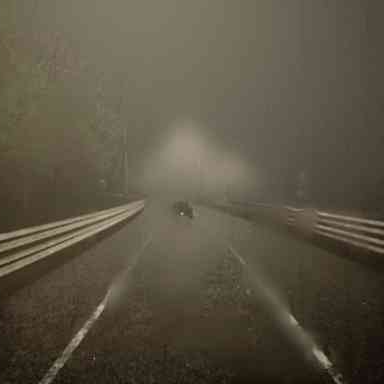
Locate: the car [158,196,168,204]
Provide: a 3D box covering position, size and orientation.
[{"bbox_3d":[-5.377,1.468,63.743,1.812,1.442,4.674,0,0,-10],"label":"car"}]

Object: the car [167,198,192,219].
[{"bbox_3d":[-1.005,1.491,29.334,1.837,1.490,4.892,0,0,-5],"label":"car"}]
